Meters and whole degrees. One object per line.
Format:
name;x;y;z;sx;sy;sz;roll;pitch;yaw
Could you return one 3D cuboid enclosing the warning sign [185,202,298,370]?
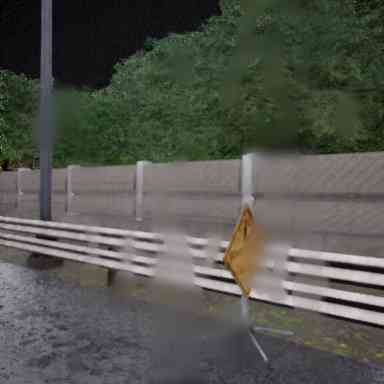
warning sign;0.732;1.097;4.630;1.060;1.860;1.300;0;1;36
